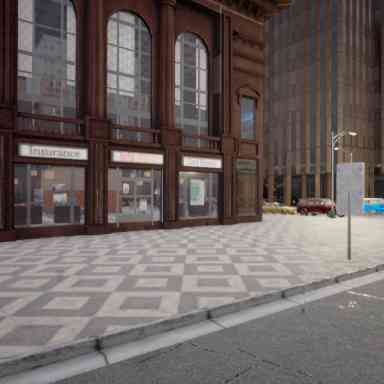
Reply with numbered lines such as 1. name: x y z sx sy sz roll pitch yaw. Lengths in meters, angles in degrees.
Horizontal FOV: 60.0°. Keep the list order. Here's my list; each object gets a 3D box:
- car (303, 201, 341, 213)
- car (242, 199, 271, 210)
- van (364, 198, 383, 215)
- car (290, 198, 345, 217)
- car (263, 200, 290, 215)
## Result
1. car: 16.397 1.897 42.176 1.802 1.307 4.206 -1 0 -35
2. car: 9.913 1.891 51.369 1.967 1.590 4.097 -1 0 -35
3. van: 19.635 1.588 37.581 1.690 1.788 3.998 -1 0 -35
4. car: 12.672 1.522 32.661 2.192 1.841 5.009 0 0 -35
5. car: 9.532 1.798 37.118 1.752 1.417 4.829 0 0 -35
